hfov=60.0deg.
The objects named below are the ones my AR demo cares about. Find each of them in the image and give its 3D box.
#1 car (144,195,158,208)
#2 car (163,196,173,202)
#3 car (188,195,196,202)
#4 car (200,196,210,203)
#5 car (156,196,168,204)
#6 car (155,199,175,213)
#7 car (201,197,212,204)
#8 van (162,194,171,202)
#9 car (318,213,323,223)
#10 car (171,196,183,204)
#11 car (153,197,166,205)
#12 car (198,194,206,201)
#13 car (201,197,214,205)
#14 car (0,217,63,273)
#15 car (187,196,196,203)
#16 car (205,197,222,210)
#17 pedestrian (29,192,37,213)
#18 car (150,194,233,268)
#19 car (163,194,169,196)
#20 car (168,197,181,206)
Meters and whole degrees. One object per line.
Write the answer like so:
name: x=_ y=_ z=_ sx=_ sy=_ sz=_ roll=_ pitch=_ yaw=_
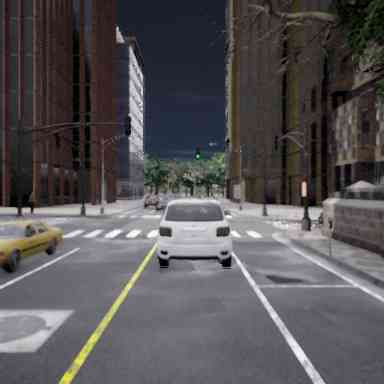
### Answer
car: x=-5.779 y=1.349 z=48.359 sx=2.192 sy=1.841 sz=5.009 roll=0 pitch=0 yaw=0
car: x=-5.790 y=1.619 z=80.985 sx=2.008 sy=1.369 sz=4.403 roll=0 pitch=0 yaw=0
car: x=-0.026 y=1.567 z=79.396 sx=1.837 sy=1.490 sz=4.892 roll=0 pitch=0 yaw=0
car: x=2.739 y=1.602 z=70.112 sx=1.887 sy=1.381 sz=4.507 roll=0 pitch=0 yaw=0
car: x=-5.784 y=1.575 z=64.502 sx=1.752 sy=1.417 sz=4.829 roll=0 pitch=0 yaw=0
car: x=-3.108 y=1.590 z=38.922 sx=1.994 sy=1.385 sz=4.181 roll=0 pitch=0 yaw=0
car: x=2.741 y=1.596 z=64.675 sx=1.887 sy=1.381 sz=4.507 roll=0 pitch=0 yaw=0
van: x=-5.788 y=1.403 z=75.547 sx=1.690 sy=1.788 sz=3.998 roll=0 pitch=0 yaw=0
car: x=10.990 y=1.787 z=22.471 sx=4.674 sy=1.442 sz=1.812 roll=1 pitch=0 yaw=-2
car: x=-3.023 y=1.598 z=68.131 sx=2.033 sy=1.411 sz=5.357 roll=0 pitch=0 yaw=0
car: x=-5.783 y=1.626 z=59.234 sx=1.802 sy=1.307 sz=4.206 roll=0 pitch=0 yaw=0
car: x=2.731 y=1.398 z=91.863 sx=2.192 sy=1.841 sz=5.009 roll=0 pitch=0 yaw=0
car: x=2.743 y=1.596 z=59.237 sx=2.008 sy=1.369 sz=4.403 roll=0 pitch=0 yaw=0
car: x=-5.767 y=1.531 z=10.781 sx=1.752 sy=1.417 sz=4.829 roll=0 pitch=0 yaw=0
car: x=-0.023 y=1.580 z=69.490 sx=1.812 sy=1.442 sz=4.674 roll=0 pitch=0 yaw=0
car: x=2.748 y=1.470 z=42.924 sx=1.967 sy=1.590 sz=4.097 roll=0 pitch=0 yaw=0
pedestrian: x=-13.776 y=0.911 z=28.650 sx=0.375 sy=1.860 sz=0.375 roll=0 pitch=-1 yaw=0
car: x=0.166 y=1.228 z=11.465 sx=2.150 sy=2.045 sz=5.566 roll=0 pitch=0 yaw=2
car: x=-3.099 y=1.512 z=47.947 sx=1.882 sy=1.535 sz=5.008 roll=0 pitch=0 yaw=0
car: x=-3.041 y=1.607 z=57.791 sx=1.994 sy=1.385 sz=4.181 roll=0 pitch=0 yaw=1
